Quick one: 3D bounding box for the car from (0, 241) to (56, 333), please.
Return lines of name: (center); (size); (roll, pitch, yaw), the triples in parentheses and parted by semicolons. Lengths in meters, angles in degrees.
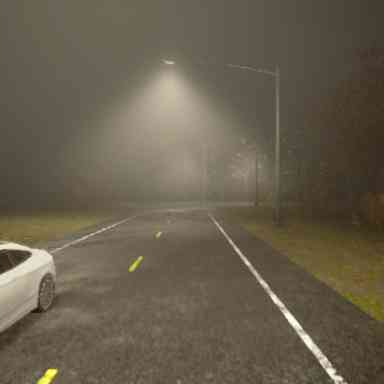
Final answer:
car: (-3.599, 1.524, 4.911); (1.812, 1.442, 4.674); (0, 0, 0)
